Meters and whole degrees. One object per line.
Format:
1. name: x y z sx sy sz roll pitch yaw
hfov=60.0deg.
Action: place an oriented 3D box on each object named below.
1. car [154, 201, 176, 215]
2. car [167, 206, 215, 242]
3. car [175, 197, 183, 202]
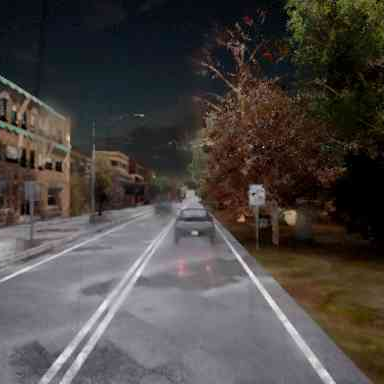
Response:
1. car: -3.261 1.934 38.901 1.895 1.301 4.718 0 -1 0
2. car: 0.116 1.559 16.614 2.128 1.511 4.902 0 0 0
3. car: -3.004 1.964 79.501 1.882 1.535 5.008 0 -1 0
